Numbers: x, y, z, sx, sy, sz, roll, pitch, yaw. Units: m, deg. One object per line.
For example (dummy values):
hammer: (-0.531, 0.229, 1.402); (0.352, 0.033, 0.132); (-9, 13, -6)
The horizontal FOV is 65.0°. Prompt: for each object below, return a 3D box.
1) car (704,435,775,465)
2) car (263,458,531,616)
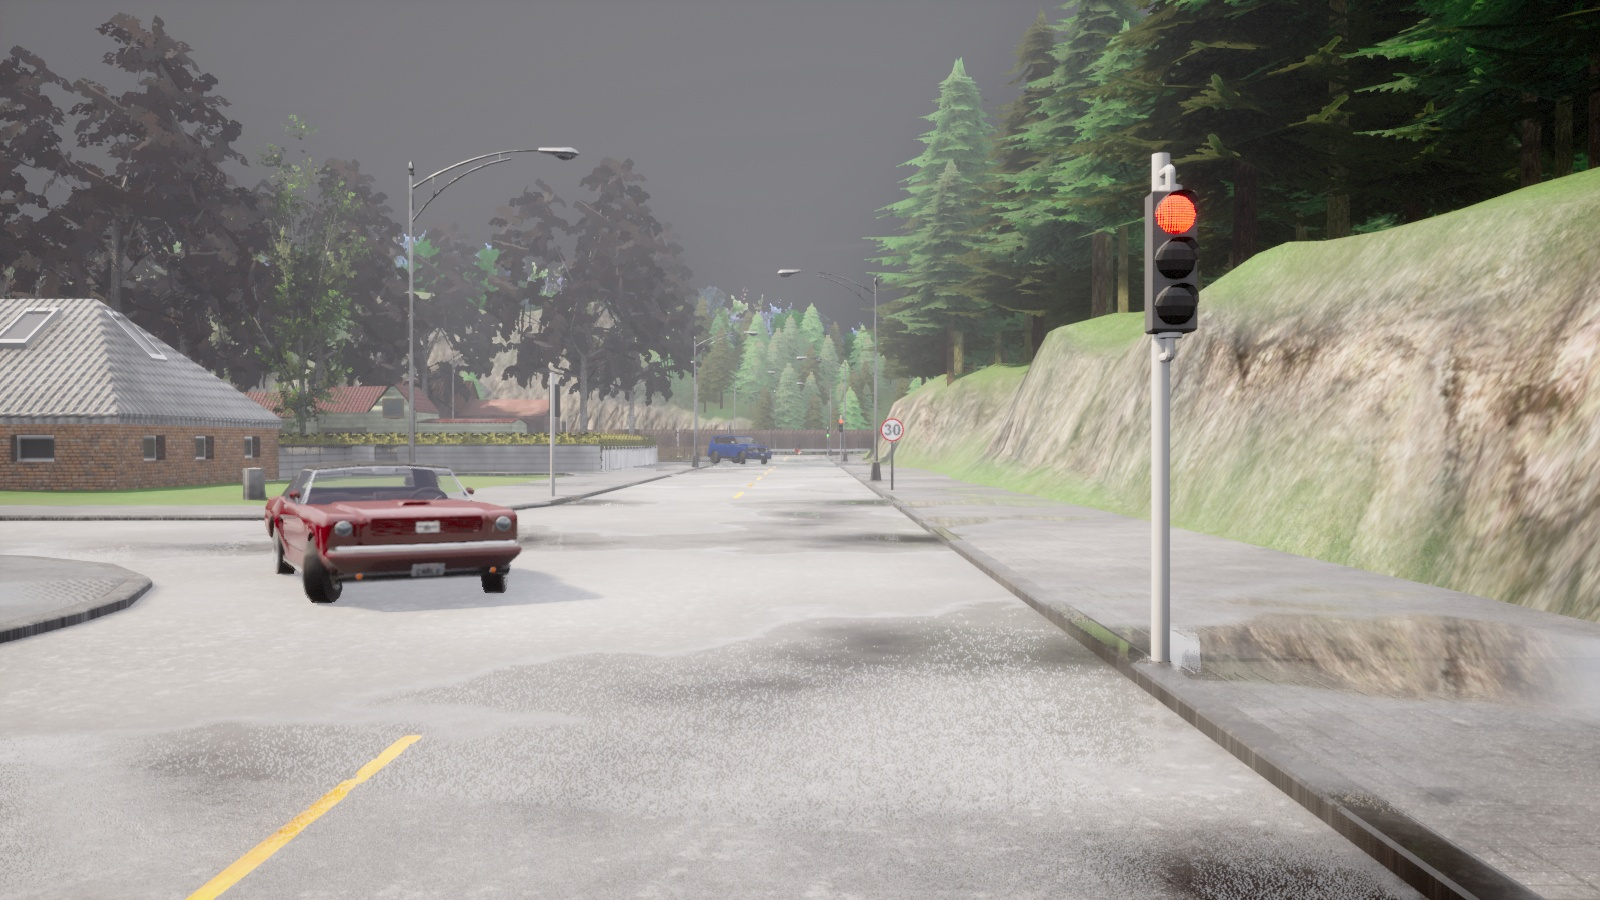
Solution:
car: (-4.280, -0.038, 88.452); (2.150, 2.045, 5.566); (0, 0, -38)
car: (-4.464, 0.768, 13.376); (1.895, 1.301, 4.718); (0, 0, -28)
